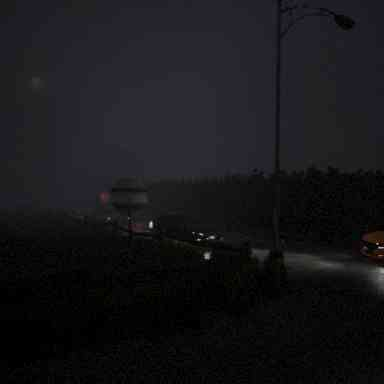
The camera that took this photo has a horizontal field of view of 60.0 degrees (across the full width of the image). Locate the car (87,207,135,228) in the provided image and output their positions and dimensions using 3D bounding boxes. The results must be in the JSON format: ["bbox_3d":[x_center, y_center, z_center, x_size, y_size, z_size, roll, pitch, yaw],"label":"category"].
[{"bbox_3d":[-6.423,1.969,25.221,1.895,1.301,4.718,1,-1,-36],"label":"car"}]

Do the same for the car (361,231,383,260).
[{"bbox_3d":[8.877,1.761,12.078,5.008,1.535,1.882,-1,2,4],"label":"car"}]

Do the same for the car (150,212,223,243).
[{"bbox_3d":[-0.431,1.814,16.831,1.837,1.490,4.892,1,-1,-34],"label":"car"}]

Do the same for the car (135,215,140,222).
[{"bbox_3d":[-6.605,1.954,30.923,2.128,1.511,4.902,1,-1,-36],"label":"car"}]

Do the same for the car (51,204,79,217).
[{"bbox_3d":[-13.384,1.987,34.991,1.895,1.301,4.718,1,-1,-35],"label":"car"}]
